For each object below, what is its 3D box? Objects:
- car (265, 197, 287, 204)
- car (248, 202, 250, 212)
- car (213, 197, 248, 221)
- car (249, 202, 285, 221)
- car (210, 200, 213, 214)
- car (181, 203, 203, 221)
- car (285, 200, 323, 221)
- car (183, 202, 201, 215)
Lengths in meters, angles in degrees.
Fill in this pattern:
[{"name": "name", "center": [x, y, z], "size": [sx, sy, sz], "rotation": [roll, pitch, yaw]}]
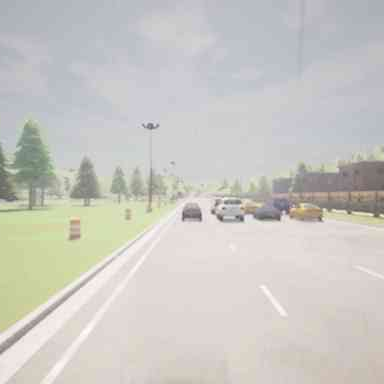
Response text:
[{"name": "car", "center": [10.487, 1.696, 41.468], "size": [2.150, 2.045, 5.566], "rotation": [0, -1, 0]}, {"name": "car", "center": [6.993, 1.958, 42.092], "size": [1.882, 1.535, 5.008], "rotation": [0, 0, 0]}, {"name": "car", "center": [3.490, 1.575, 30.929], "size": [2.150, 2.045, 5.566], "rotation": [0, -1, 0]}, {"name": "car", "center": [6.990, 1.922, 31.313], "size": [1.994, 1.385, 4.181], "rotation": [0, -1, 0]}, {"name": "car", "center": [3.489, 1.699, 41.713], "size": [2.150, 2.045, 5.566], "rotation": [0, 0, 0]}, {"name": "car", "center": [-0.010, 1.844, 30.895], "size": [2.128, 1.511, 4.902], "rotation": [0, -1, 0]}, {"name": "car", "center": [10.490, 1.831, 30.899], "size": [1.882, 1.535, 5.008], "rotation": [0, -1, 0]}, {"name": "car", "center": [-0.011, 2.022, 41.659], "size": [2.033, 1.411, 5.357], "rotation": [0, -1, 0]}]
